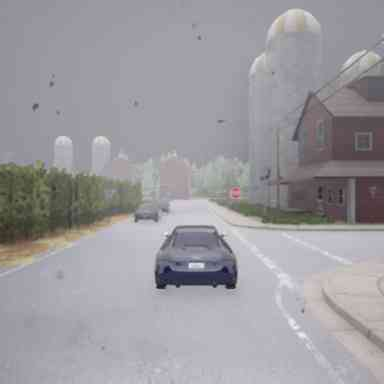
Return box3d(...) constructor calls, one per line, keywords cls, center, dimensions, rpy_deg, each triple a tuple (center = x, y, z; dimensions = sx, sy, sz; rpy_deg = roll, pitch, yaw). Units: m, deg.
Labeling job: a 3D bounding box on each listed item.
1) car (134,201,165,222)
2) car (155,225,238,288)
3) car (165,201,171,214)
box3d(cls="car", center=(-3.585, 1.653, 27.640), dimensions=(1.837, 1.490, 4.892), rpy_deg=(0, 0, 0))
box3d(cls="car", center=(0.096, 1.615, 9.395), dimensions=(1.994, 1.385, 4.181), rpy_deg=(0, 0, 0))
box3d(cls="car", center=(-3.500, 1.778, 39.346), dimensions=(2.033, 1.411, 5.357), rpy_deg=(0, 0, 0))
